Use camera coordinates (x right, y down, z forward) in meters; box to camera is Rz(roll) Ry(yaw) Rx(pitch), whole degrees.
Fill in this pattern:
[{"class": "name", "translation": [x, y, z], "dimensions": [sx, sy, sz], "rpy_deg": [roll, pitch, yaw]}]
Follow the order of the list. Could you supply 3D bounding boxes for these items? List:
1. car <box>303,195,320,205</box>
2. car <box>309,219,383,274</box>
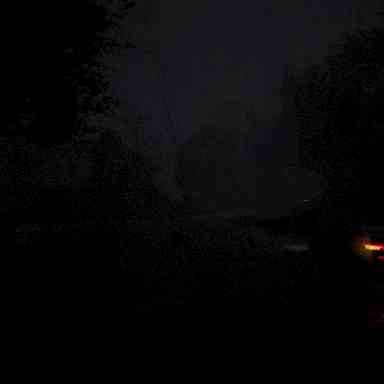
[{"class": "car", "translation": [23.784, 1.832, 67.062], "dimensions": [2.128, 1.511, 4.902], "rpy_deg": [-1, 1, 30]}, {"class": "car", "translation": [5.366, 1.584, 10.687], "dimensions": [1.812, 1.442, 4.674], "rpy_deg": [-1, -1, 0]}]
